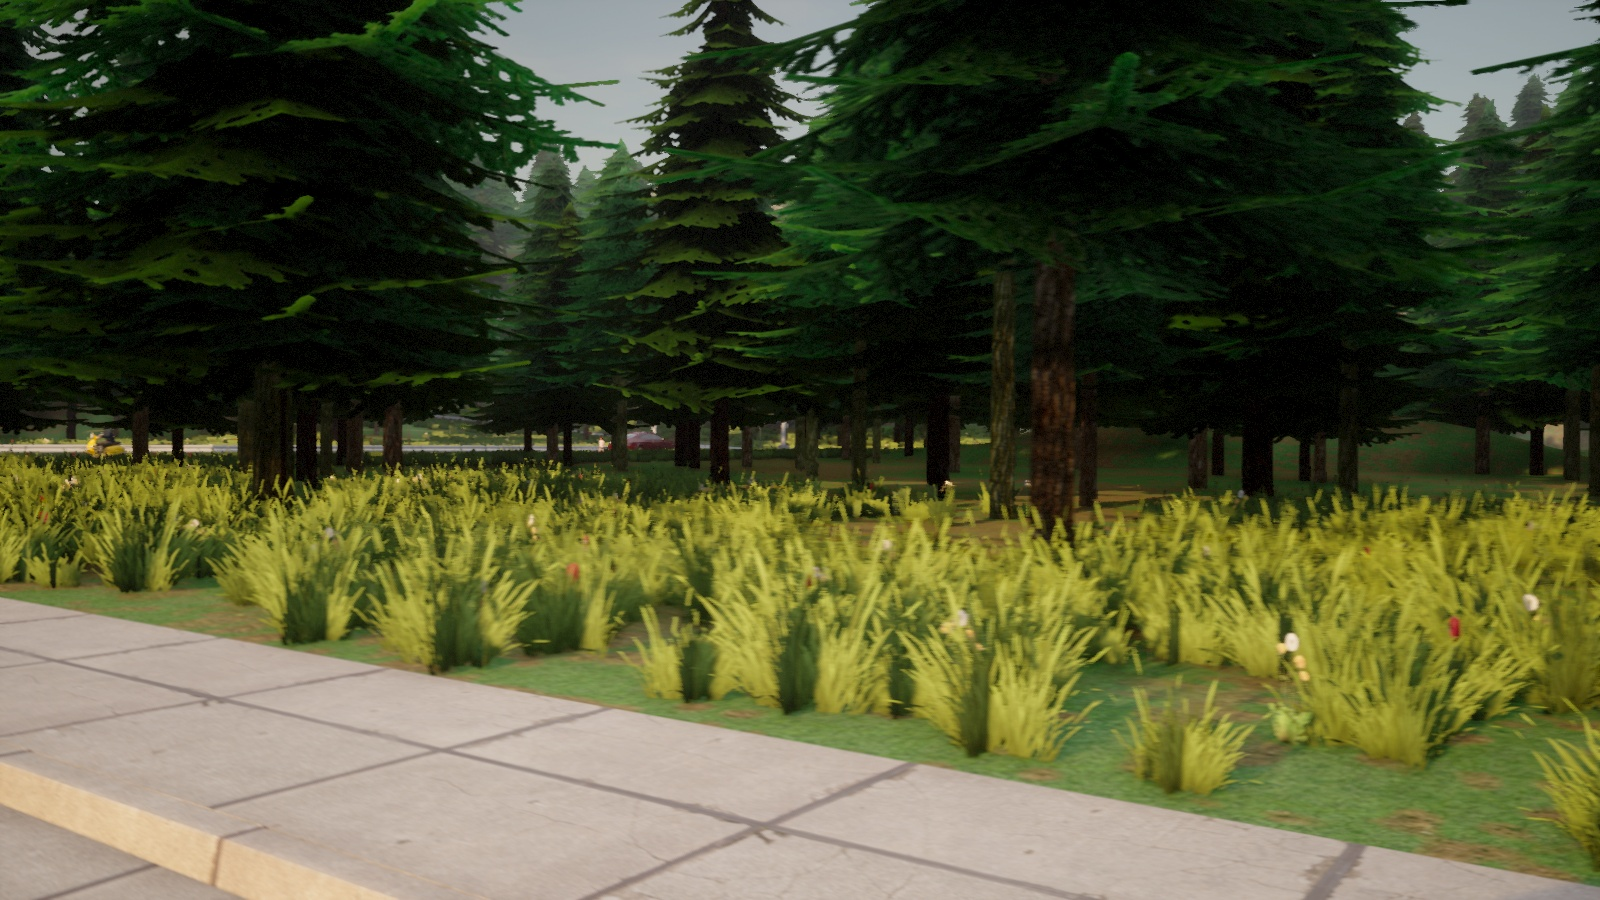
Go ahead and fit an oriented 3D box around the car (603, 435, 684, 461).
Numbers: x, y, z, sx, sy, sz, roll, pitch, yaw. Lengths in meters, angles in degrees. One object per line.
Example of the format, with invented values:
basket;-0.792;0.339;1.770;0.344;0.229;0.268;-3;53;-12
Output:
car;-8.690;-0.134;70.071;1.812;1.442;4.674;0;1;36

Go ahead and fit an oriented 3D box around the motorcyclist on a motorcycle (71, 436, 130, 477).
motorcyclist on a motorcycle;-27.524;0.239;49.419;0.866;1.590;1.817;0;1;34
